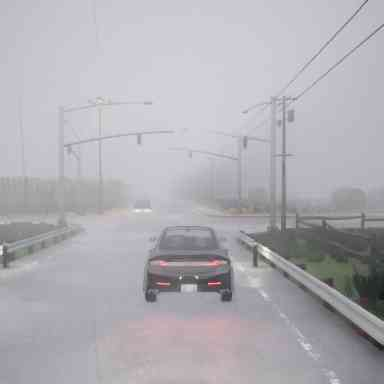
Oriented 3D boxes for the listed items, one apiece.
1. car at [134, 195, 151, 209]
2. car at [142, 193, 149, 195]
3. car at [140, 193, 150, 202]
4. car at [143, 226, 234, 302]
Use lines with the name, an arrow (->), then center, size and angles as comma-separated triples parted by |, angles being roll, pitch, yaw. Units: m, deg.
car -> -6.403, 1.470, 43.465 | 1.994, 1.385, 4.181 | 0, 1, -7
car -> -7.672, 1.253, 53.588 | 1.812, 1.442, 4.674 | 0, 1, -7
car -> -8.995, 1.046, 64.201 | 1.837, 1.490, 4.892 | 0, 1, -7
car -> -0.097, 1.614, 8.519 | 2.128, 1.511, 4.902 | 0, -2, -1
